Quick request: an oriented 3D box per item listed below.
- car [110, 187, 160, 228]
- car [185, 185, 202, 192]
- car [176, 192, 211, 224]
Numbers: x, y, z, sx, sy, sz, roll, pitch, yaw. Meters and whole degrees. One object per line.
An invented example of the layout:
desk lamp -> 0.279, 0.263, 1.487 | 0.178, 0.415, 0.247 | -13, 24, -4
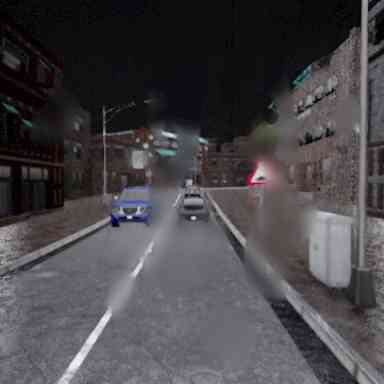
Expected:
car -> -3.101, 0.764, 19.159 | 2.150, 2.045, 5.566 | 0, 3, 0
car -> 0.100, -0.137, 38.759 | 2.033, 1.411, 5.357 | 0, 4, 1
car -> 0.091, 1.005, 20.044 | 1.837, 1.490, 4.892 | 0, 3, 0
